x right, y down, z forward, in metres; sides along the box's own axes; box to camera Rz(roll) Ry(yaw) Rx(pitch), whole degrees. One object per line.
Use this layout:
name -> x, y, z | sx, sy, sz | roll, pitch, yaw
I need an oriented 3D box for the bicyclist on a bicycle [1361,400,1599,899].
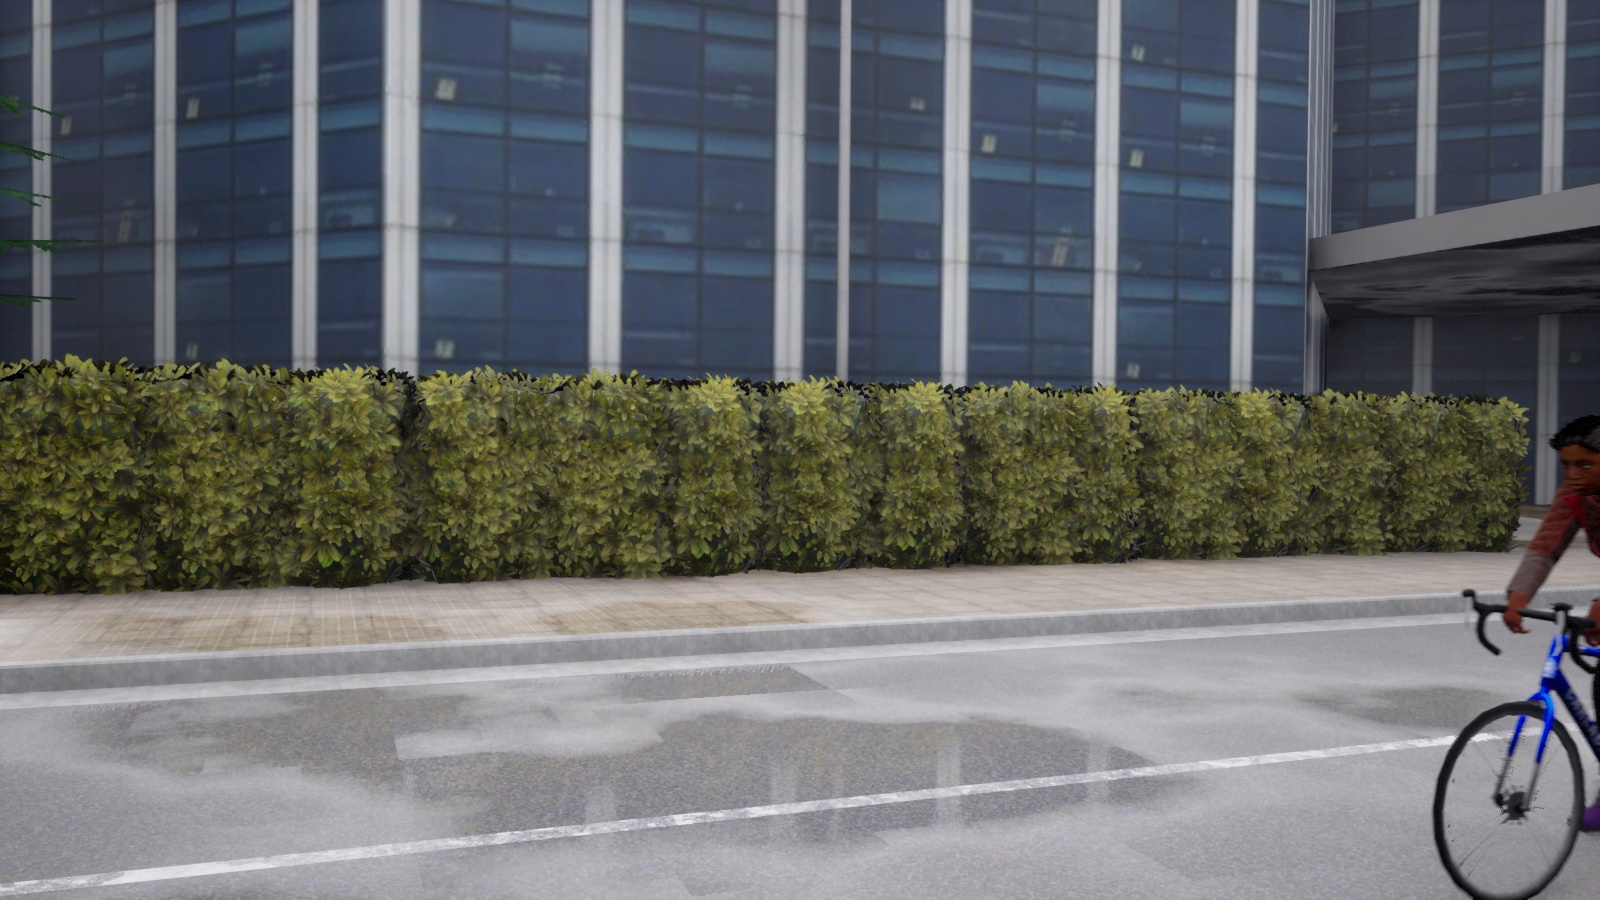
bicyclist on a bicycle -> 2.789, 0.650, 4.298 | 1.656, 1.620, 0.582 | -1, 1, -21
